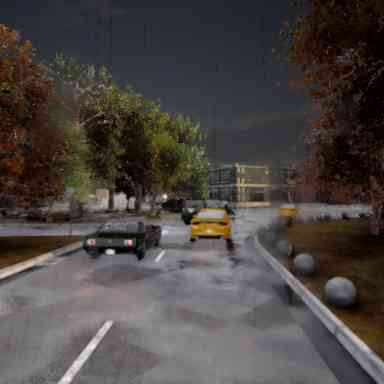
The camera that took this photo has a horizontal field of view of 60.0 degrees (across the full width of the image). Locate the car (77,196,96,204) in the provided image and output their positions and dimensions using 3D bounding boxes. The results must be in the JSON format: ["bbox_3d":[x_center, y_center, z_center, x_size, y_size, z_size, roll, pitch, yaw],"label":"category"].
[{"bbox_3d":[-28.943,2.494,89.443,4.553,1.767,2.185,1,-1,-13],"label":"car"}]

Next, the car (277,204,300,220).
[{"bbox_3d":[9.866,1.958,33.831,1.882,1.535,5.008,0,-1,23],"label":"car"}]

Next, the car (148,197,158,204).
[{"bbox_3d":[-8.936,2.818,92.034,4.792,1.488,2.163,1,-1,-13],"label":"car"}]

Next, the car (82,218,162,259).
[{"bbox_3d":[-2.413,1.667,12.879,1.895,1.301,4.718,0,-1,5],"label":"car"}]

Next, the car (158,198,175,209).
[{"bbox_3d":[-2.830,2.101,58.848,5.566,2.045,2.150,0,-1,38],"label":"car"}]

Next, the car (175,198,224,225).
[{"bbox_3d":[1.310,1.510,25.743,2.150,2.045,5.566,0,-1,31],"label":"car"}]

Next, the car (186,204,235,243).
[{"bbox_3d":[1.127,1.613,17.071,1.882,1.535,5.008,0,-1,9],"label":"car"}]
